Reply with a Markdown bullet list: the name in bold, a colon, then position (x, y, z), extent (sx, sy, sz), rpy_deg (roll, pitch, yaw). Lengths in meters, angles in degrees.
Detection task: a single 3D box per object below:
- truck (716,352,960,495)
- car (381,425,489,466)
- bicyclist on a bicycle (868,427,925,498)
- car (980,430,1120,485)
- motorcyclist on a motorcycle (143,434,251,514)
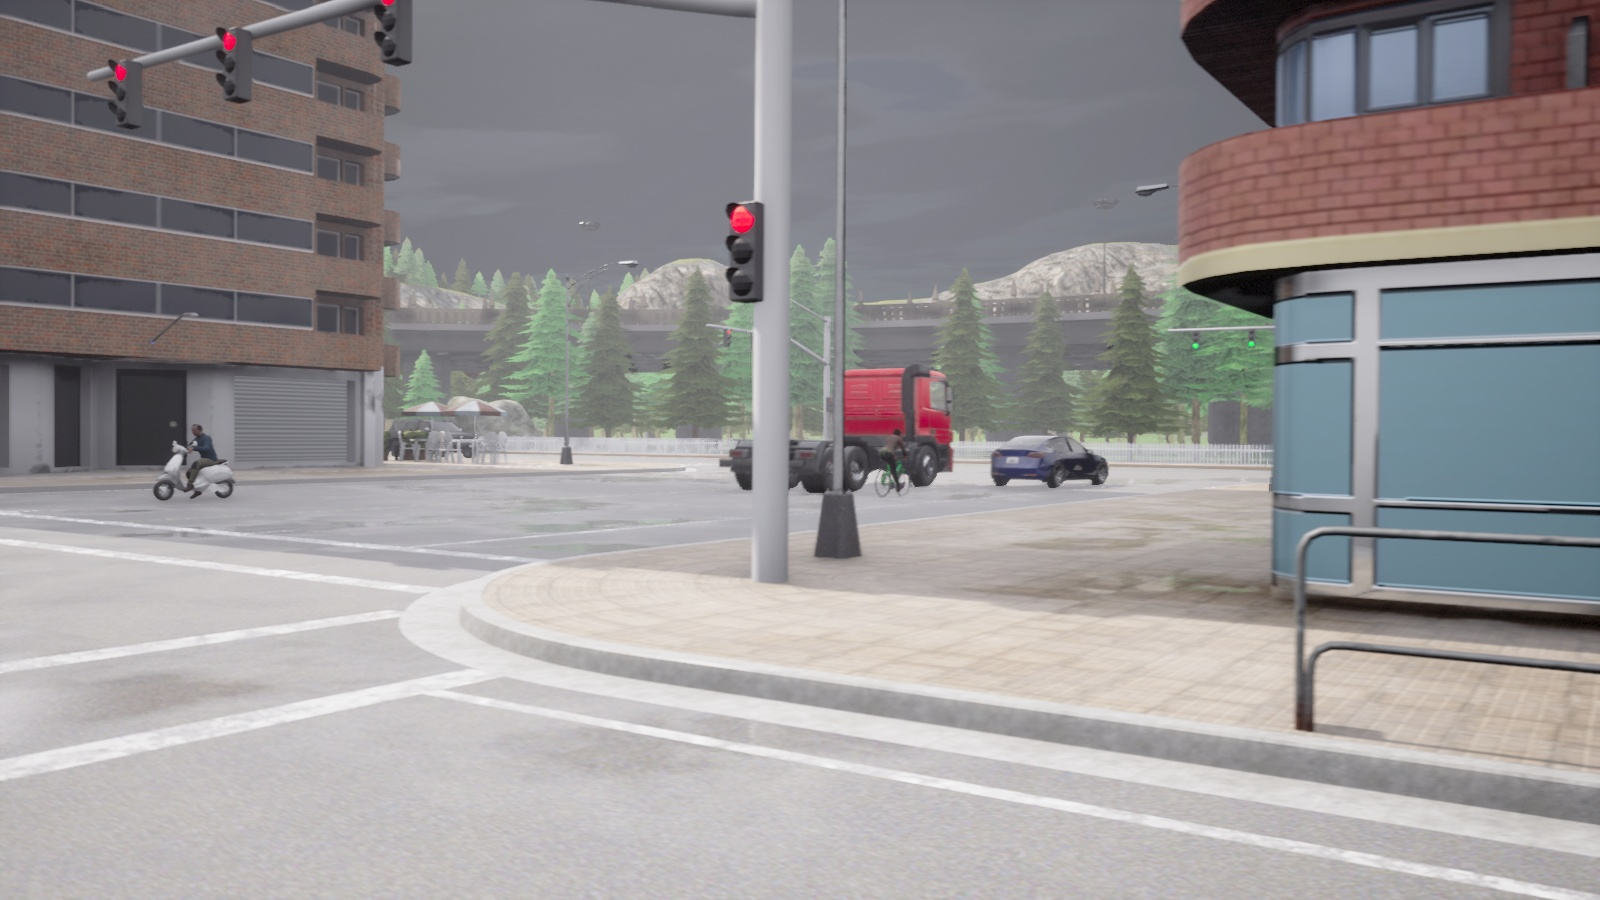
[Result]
- **truck**: position (1.287, -0.705, 34.456), extent (2.891, 3.462, 7.936), rpy_deg (0, 1, 34)
- **car**: position (-18.816, -0.239, 64.648), extent (5.566, 2.045, 2.150), rpy_deg (0, 1, 32)
- **bicyclist on a bicycle**: position (2.290, 0.281, 29.670), extent (0.582, 1.620, 1.656), rpy_deg (0, 0, 34)
- **car**: position (7.468, 0.178, 37.121), extent (2.163, 1.488, 4.792), rpy_deg (0, 1, 37)
- **motorcyclist on a motorcycle**: position (-12.617, 0.478, 26.312), extent (0.866, 1.590, 1.817), rpy_deg (0, 1, 34)
